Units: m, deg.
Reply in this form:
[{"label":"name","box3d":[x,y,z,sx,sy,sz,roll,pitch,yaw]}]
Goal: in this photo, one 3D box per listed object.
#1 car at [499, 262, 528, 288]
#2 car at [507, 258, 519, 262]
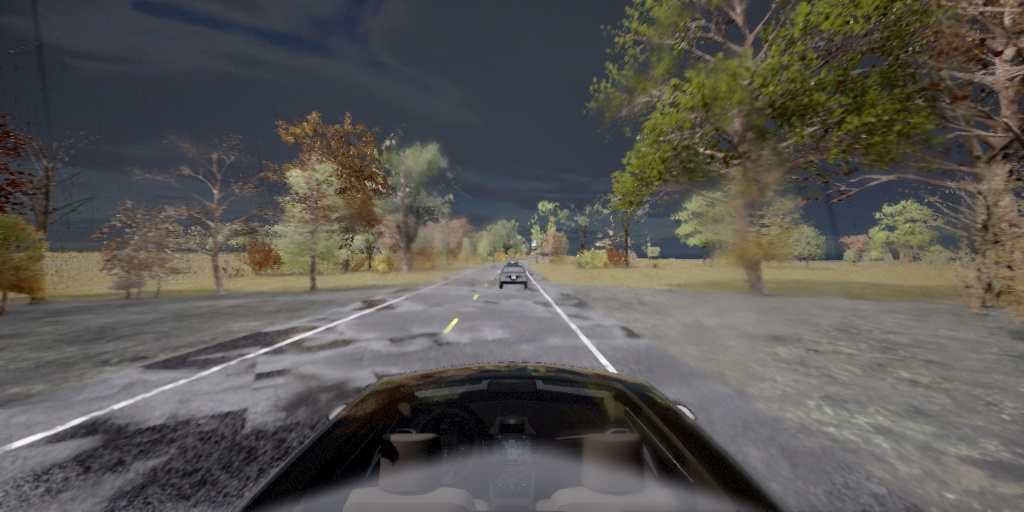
[{"label":"car","box3d":[0.101,1.325,24.158,2.033,1.411,5.357,0,0,0]},{"label":"car","box3d":[0.147,1.174,61.279,2.097,1.767,4.553,0,0,1]}]
